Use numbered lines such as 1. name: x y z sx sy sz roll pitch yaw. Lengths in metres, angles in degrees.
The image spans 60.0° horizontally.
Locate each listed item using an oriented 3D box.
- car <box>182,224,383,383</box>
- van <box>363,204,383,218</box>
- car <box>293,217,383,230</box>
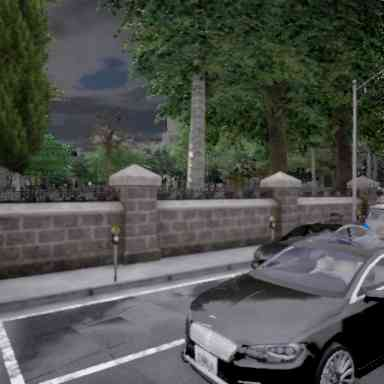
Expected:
1. car: 2.142 1.486 4.900 4.902 1.511 2.128 0 0 -35
2. van: 8.079 1.324 12.523 3.998 1.788 1.690 0 0 -35
3. car: 3.677 1.556 9.385 4.313 1.339 1.947 0 0 -35
